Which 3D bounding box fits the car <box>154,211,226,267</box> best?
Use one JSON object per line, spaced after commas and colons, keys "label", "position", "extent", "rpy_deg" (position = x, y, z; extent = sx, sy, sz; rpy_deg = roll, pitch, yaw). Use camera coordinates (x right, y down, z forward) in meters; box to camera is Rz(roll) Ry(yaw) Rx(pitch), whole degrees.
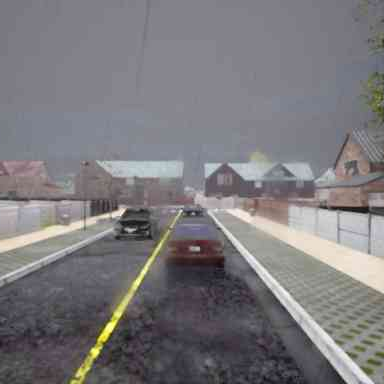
{"label": "car", "position": [0.086, 1.591, 11.482], "extent": [2.033, 1.411, 5.357], "rpy_deg": [0, 0, 0]}

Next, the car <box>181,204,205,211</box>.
{"label": "car", "position": [0.090, 1.649, 26.886], "extent": [2.033, 1.411, 5.357], "rpy_deg": [0, 0, 0]}

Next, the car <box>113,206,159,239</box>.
{"label": "car", "position": [-2.848, 1.572, 17.779], "extent": [1.837, 1.490, 4.892], "rpy_deg": [0, 0, 0]}
